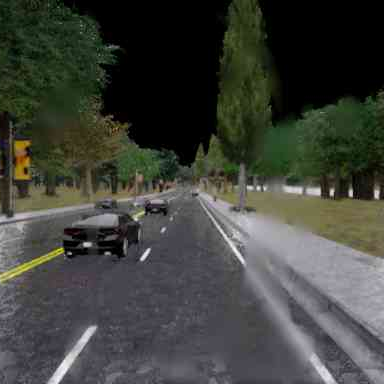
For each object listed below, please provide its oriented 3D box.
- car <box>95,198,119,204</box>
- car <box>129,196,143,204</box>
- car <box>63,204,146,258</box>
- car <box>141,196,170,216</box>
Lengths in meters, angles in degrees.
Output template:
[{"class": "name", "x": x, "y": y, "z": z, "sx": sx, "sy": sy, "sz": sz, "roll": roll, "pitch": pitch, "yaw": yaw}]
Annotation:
[{"class": "car", "x": -9.839, "y": 1.354, "z": 38.698, "sx": 2.033, "sy": 1.411, "sz": 5.357, "roll": 0, "pitch": 0, "yaw": 0}, {"class": "car", "x": -6.578, "y": 1.282, "z": 41.311, "sx": 2.128, "sy": 1.511, "sz": 4.902, "roll": 0, "pitch": 0, "yaw": 0}, {"class": "car", "x": -3.148, "y": 1.417, "z": 12.503, "sx": 1.882, "sy": 1.535, "sz": 5.008, "roll": 0, "pitch": 0, "yaw": 0}, {"class": "car", "x": -3.144, "y": 1.326, "z": 30.771, "sx": 1.882, "sy": 1.535, "sz": 5.008, "roll": 0, "pitch": 0, "yaw": 0}]
